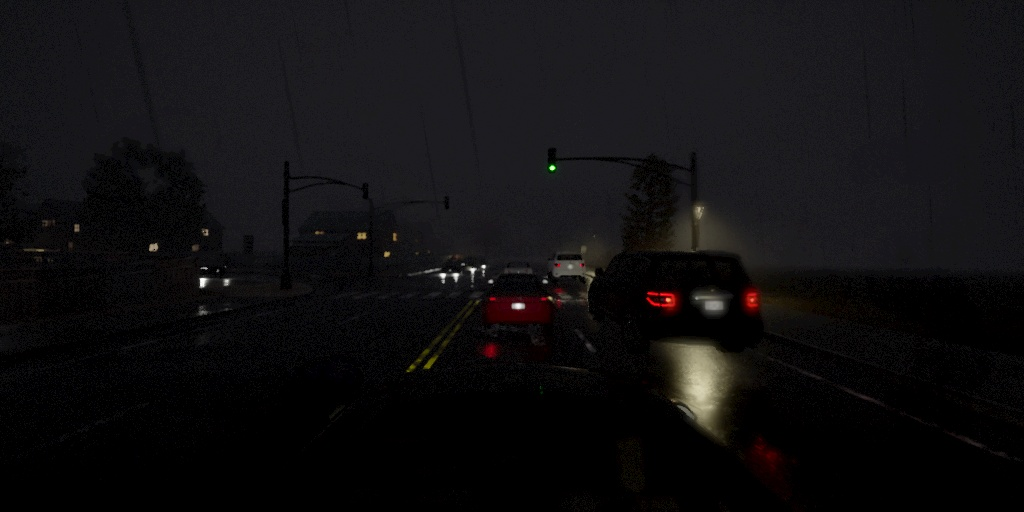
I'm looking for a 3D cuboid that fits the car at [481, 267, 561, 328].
[{"bbox_3d":[0.182,1.207,10.993,1.994,1.385,4.181,0,1,1],"label":"car"}]

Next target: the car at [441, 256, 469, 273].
[{"bbox_3d":[-5.895,0.918,36.513,2.033,1.411,5.357,0,1,-1],"label":"car"}]

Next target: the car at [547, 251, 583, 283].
[{"bbox_3d":[3.697,0.707,24.959,2.150,2.045,5.566,0,0,1],"label":"car"}]

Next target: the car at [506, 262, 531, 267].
[{"bbox_3d":[0.485,1.073,26.438,1.895,1.301,4.718,0,1,2],"label":"car"}]

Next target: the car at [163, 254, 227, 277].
[{"bbox_3d":[-21.201,0.651,23.609,4.892,1.490,1.837,1,0,15],"label":"car"}]

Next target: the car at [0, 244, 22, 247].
[{"bbox_3d":[-49.225,-0.180,34.128,5.566,2.045,2.150,1,0,15],"label":"car"}]

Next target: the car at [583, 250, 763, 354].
[{"bbox_3d":[3.392,0.890,8.661,2.150,2.045,5.566,0,1,1],"label":"car"}]

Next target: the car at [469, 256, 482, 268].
[{"bbox_3d":[-5.417,0.775,46.380,1.837,1.490,4.892,0,1,3],"label":"car"}]

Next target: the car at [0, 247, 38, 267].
[{"bbox_3d":[-40.682,0.264,28.814,4.892,1.490,1.837,1,0,15],"label":"car"}]

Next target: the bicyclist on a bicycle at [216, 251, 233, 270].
[{"bbox_3d":[-24.599,0.403,30.585,0.582,1.620,1.656,1,0,15],"label":"bicyclist on a bicycle"}]

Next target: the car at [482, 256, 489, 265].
[{"bbox_3d":[-4.828,0.679,56.347,1.837,1.490,4.892,0,1,4],"label":"car"}]

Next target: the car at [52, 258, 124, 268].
[{"bbox_3d":[-30.771,0.504,26.163,5.357,1.411,2.033,1,0,15],"label":"car"}]
